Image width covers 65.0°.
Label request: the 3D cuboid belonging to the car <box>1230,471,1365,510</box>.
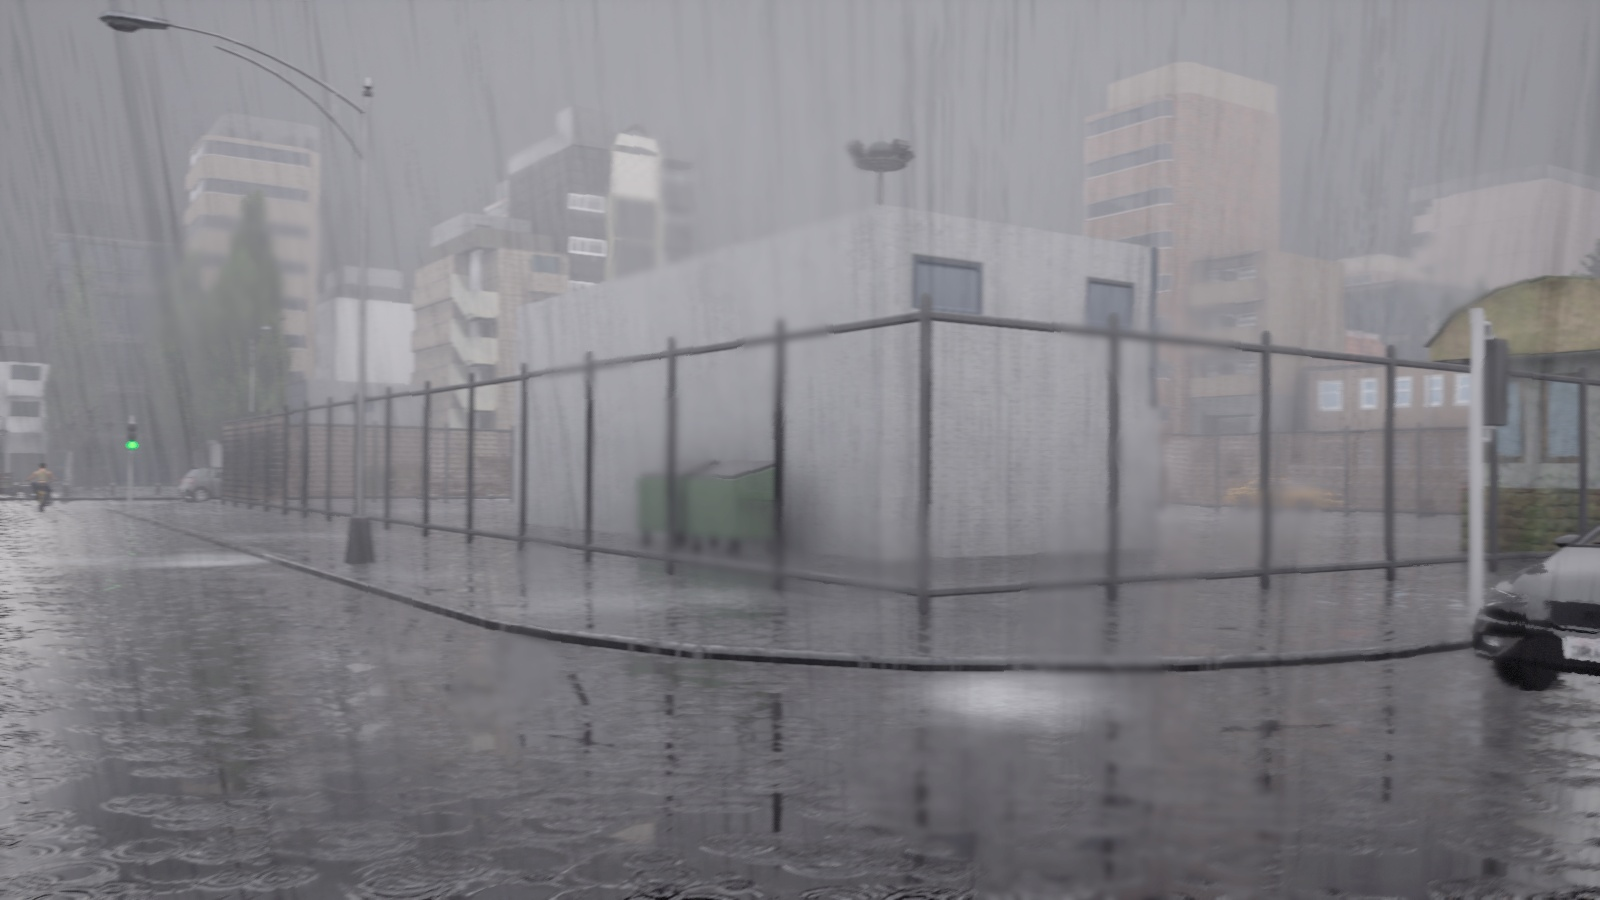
[{"bbox_3d":[21.383,1.710,54.229,1.801,1.575,5.366,1,-1,-32],"label":"car"}]

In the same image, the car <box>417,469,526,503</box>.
[{"bbox_3d":[-16.417,1.798,62.867,4.856,1.649,2.033,1,-1,-33],"label":"car"}]

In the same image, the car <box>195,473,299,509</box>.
[{"bbox_3d":[-23.485,1.711,53.383,3.633,1.501,1.845,1,-1,-40],"label":"car"}]

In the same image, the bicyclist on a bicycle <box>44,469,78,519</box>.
[{"bbox_3d":[-24.202,1.422,41.111,0.866,1.612,1.509,1,-1,-34],"label":"bicyclist on a bicycle"}]

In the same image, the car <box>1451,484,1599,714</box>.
[{"bbox_3d":[6.904,0.998,9.353,4.193,1.474,1.816,1,-1,-33],"label":"car"}]
